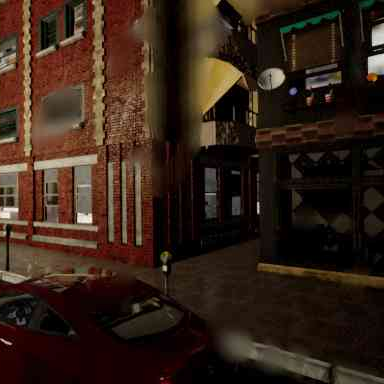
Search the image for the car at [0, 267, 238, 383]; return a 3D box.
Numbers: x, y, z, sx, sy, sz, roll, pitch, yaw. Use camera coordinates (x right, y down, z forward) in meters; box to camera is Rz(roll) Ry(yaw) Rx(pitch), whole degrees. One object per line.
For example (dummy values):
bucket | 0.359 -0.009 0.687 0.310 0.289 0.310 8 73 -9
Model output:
car | -1.501 1.583 3.923 4.206 1.307 1.802 0 -1 36
